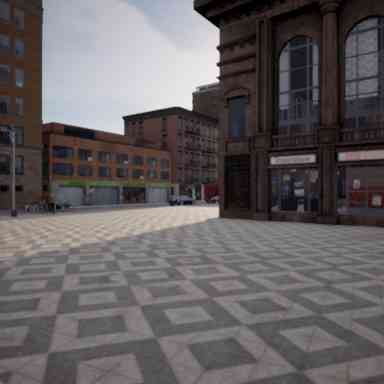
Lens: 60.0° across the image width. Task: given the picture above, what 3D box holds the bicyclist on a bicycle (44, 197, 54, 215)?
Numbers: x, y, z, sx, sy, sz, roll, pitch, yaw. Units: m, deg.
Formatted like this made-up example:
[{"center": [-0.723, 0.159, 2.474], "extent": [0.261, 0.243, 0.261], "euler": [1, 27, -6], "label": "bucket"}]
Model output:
[{"center": [-13.061, 1.281, 30.394], "extent": [1.656, 1.620, 0.582], "euler": [0, 0, 36], "label": "bicyclist on a bicycle"}]

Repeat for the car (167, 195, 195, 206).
[{"center": [-1.424, 1.299, 51.814], "extent": [2.097, 1.767, 4.553], "euler": [0, 0, 36], "label": "car"}]

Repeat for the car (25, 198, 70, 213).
[{"center": [-15.984, 1.455, 36.998], "extent": [2.128, 1.511, 4.902], "euler": [0, 0, 36], "label": "car"}]

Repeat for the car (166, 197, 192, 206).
[{"center": [-2.099, 1.539, 56.120], "extent": [1.895, 1.301, 4.718], "euler": [0, 0, 36], "label": "car"}]

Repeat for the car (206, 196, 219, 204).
[{"center": [4.395, 1.441, 59.970], "extent": [1.837, 1.490, 4.892], "euler": [0, 0, 36], "label": "car"}]
